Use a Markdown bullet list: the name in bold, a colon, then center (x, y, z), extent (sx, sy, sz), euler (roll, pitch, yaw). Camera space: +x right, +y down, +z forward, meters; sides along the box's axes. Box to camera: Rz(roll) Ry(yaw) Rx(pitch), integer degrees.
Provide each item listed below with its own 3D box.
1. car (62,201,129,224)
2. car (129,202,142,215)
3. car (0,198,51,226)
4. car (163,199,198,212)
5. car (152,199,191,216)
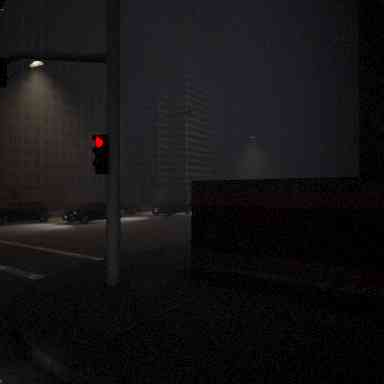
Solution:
- **car**: center (-7.377, 1.505, 25.101), extent (1.837, 1.490, 4.892), euler (0, 0, 36)
- **car**: center (-7.099, 1.547, 31.458), extent (2.033, 1.411, 5.357), euler (0, 0, 36)
- **car**: center (-12.638, 1.352, 23.772), extent (2.097, 1.767, 4.553), euler (0, 0, 36)
- **car**: center (-1.301, 1.564, 39.451), extent (1.994, 1.385, 4.181), euler (0, 0, 36)
- **car**: center (-1.877, 1.491, 32.698), extent (2.128, 1.511, 4.902), euler (0, 0, 36)
